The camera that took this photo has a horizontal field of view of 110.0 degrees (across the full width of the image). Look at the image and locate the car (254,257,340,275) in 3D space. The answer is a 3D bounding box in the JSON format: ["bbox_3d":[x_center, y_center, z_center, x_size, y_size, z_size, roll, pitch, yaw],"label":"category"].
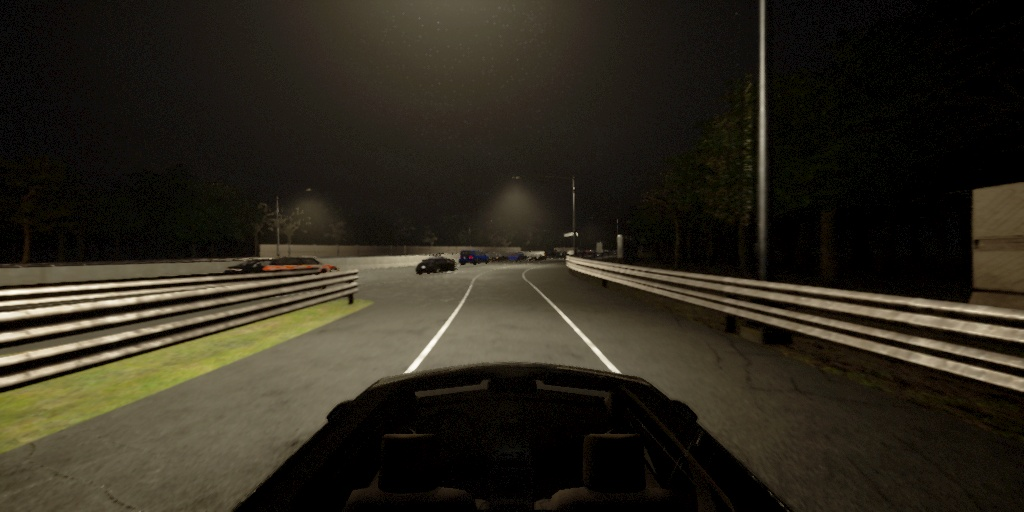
[{"bbox_3d":[-13.436,0.860,23.178,2.097,1.767,4.553,0,1,21],"label":"car"}]

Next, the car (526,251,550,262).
[{"bbox_3d":[4.326,0.290,59.222,1.895,1.301,4.718,0,1,21],"label":"car"}]

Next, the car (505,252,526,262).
[{"bbox_3d":[1.058,0.190,60.480,1.882,1.535,5.008,0,1,21],"label":"car"}]

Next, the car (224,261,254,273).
[{"bbox_3d":[-16.679,1.022,24.494,2.128,1.511,4.902,0,1,21],"label":"car"}]

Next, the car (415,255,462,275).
[{"bbox_3d":[-6.539,0.850,31.262,1.994,1.385,4.181,0,1,21],"label":"car"}]

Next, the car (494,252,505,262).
[{"bbox_3d":[-2.198,0.335,61.757,1.895,1.301,4.718,0,1,21],"label":"car"}]

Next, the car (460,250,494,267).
[{"bbox_3d":[-4.718,0.251,45.617,2.150,2.045,5.566,0,1,21],"label":"car"}]

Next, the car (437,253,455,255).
[{"bbox_3d":[-9.082,0.660,44.043,2.033,1.411,5.357,0,1,21],"label":"car"}]
